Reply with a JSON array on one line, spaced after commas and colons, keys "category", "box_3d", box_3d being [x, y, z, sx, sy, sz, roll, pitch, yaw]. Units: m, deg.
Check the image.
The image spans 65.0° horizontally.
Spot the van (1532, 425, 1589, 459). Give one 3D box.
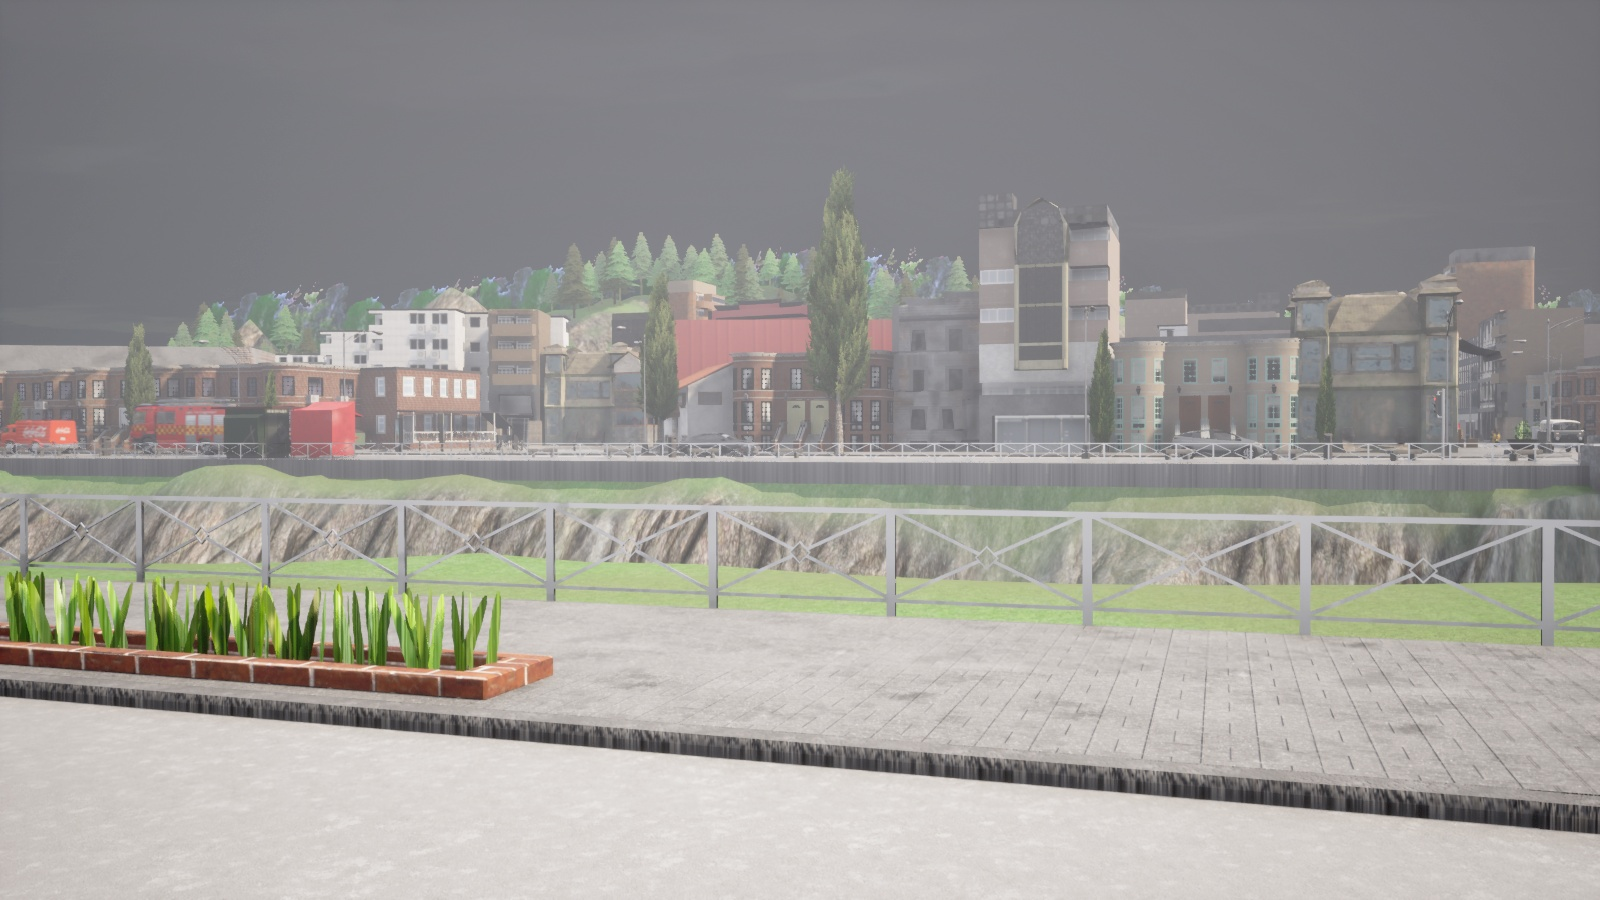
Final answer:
[{"category": "van", "box_3d": [46.871, -0.514, 77.460, 2.069, 2.038, 4.480, 1, 1, 19]}]

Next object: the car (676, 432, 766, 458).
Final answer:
[{"category": "car", "box_3d": [-4.422, -0.290, 70.311, 4.674, 1.442, 1.812, 1, 1, 19]}]

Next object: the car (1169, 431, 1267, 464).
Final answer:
[{"category": "car", "box_3d": [20.593, -0.141, 61.907, 4.514, 1.525, 2.007, 1, 1, 19]}]

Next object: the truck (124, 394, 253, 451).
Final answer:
[{"category": "truck", "box_3d": [-42.520, -1.896, 87.310, 8.468, 3.827, 2.891, 1, 1, 19]}]
